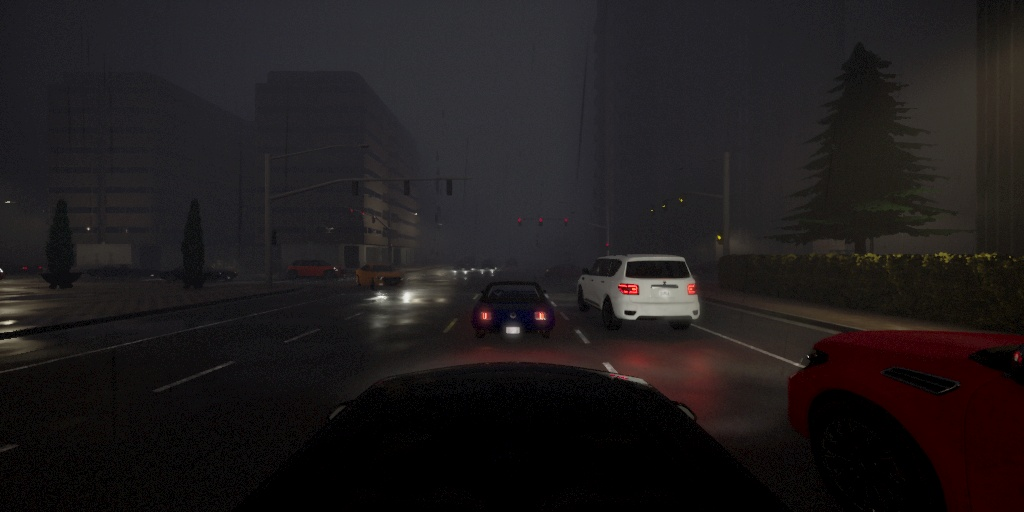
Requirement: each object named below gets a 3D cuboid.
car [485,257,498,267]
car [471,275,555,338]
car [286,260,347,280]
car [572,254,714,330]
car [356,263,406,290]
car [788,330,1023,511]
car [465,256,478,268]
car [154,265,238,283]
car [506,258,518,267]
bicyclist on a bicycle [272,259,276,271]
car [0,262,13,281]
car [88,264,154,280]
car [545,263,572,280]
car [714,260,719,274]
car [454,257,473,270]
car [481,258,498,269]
[{"bbox_3d":[-3.629,1.102,65.319,2.097,1.767,4.553,0,0,0],"label":"car"},{"bbox_3d":[0.047,1.351,10.125,1.895,1.301,4.718,0,0,0],"label":"car"},{"bbox_3d":[-16.737,1.102,30.937,4.553,1.767,2.097,0,0,-3],"label":"car"},{"bbox_3d":[3.577,0.971,11.253,2.150,2.045,5.566,0,0,-2],"label":"car"},{"bbox_3d":[-8.335,1.228,22.607,1.882,1.535,5.008,2,-1,-38],"label":"car"},{"bbox_3d":[3.601,0.971,0.892,2.150,2.045,5.566,0,0,0],"label":"car"},{"bbox_3d":[-7.150,0.971,61.217,2.150,2.045,5.566,0,0,0],"label":"car"},{"bbox_3d":[-23.724,1.351,27.271,4.718,1.301,1.895,0,0,1],"label":"car"},{"bbox_3d":[-0.003,1.102,63.720,2.097,1.767,4.553,0,0,0],"label":"car"},{"bbox_3d":[-28.686,1.051,42.798,0.582,1.620,1.656,0,0,1],"label":"bicyclist on a bicycle"},{"bbox_3d":[-42.093,1.102,27.440,4.553,1.767,2.097,0,0,1],"label":"car"},{"bbox_3d":[-33.148,1.351,30.854,4.718,1.301,1.895,0,0,1],"label":"car"},{"bbox_3d":[4.874,1.314,30.522,4.181,1.385,1.994,0,0,1],"label":"car"},{"bbox_3d":[20.832,1.228,37.580,5.008,1.535,1.882,0,0,1],"label":"car"},{"bbox_3d":[-7.142,1.276,51.519,1.812,1.442,4.674,0,0,0],"label":"car"},{"bbox_3d":[-3.661,1.255,55.431,1.837,1.490,4.892,0,0,0],"label":"car"}]
